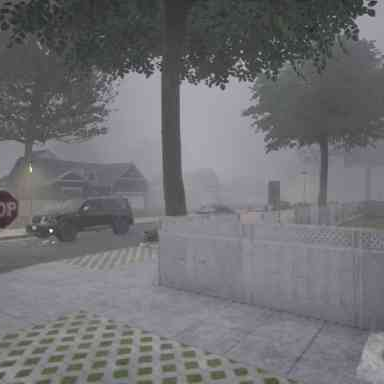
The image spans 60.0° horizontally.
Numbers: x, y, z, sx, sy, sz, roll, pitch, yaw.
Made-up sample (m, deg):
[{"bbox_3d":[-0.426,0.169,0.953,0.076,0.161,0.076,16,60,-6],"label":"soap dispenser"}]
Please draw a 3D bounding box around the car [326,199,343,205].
[{"bbox_3d":[22.328,1.790,51.743,1.994,1.385,4.181,1,0,34],"label":"car"}]

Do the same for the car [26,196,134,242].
[{"bbox_3d":[-5.432,1.255,17.045,2.150,2.045,5.566,1,0,35],"label":"car"}]

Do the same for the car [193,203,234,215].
[{"bbox_3d":[1.869,1.646,27.535,1.994,1.385,4.181,1,0,35],"label":"car"}]

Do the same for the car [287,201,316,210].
[{"bbox_3d":[12.975,1.731,38.321,1.994,1.385,4.181,1,0,35],"label":"car"}]

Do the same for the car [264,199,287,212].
[{"bbox_3d":[10.118,1.626,39.320,2.128,1.511,4.902,1,0,35],"label":"car"}]
